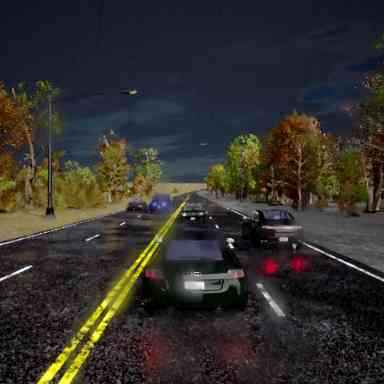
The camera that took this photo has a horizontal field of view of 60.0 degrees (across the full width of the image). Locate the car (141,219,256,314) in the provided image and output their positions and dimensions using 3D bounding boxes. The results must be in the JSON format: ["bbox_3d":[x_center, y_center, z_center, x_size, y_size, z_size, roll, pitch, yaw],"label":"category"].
[{"bbox_3d":[0.057,1.563,7.686,1.994,1.385,4.181,0,0,0],"label":"car"}]

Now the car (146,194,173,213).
[{"bbox_3d":[-3.333,1.217,36.490,2.150,2.045,5.566,0,0,0],"label":"car"}]

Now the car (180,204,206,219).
[{"bbox_3d":[0.058,1.572,25.981,1.895,1.301,4.718,-2,1,0],"label":"car"}]

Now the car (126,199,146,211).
[{"bbox_3d":[-6.556,1.542,40.108,2.033,1.411,5.357,0,0,0],"label":"car"}]

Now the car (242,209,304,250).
[{"bbox_3d":[3.324,1.489,14.362,2.128,1.511,4.902,0,0,1],"label":"car"}]
